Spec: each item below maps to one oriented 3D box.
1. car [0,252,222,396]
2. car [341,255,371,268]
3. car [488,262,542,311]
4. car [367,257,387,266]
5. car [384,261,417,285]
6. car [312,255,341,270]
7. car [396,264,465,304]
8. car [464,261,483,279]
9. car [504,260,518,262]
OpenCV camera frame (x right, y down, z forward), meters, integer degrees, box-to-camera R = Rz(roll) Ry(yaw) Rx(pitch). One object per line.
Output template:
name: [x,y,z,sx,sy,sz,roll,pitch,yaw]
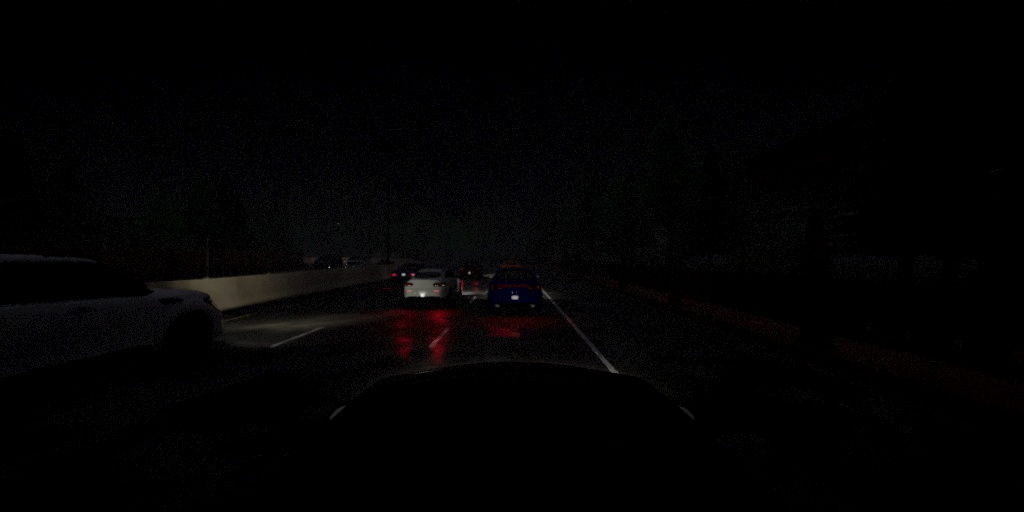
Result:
car: [-6.904,0.962,4.794,2.150,2.045,5.566,0,0,0]
car: [-19.261,0.842,45.352,2.150,2.045,5.566,0,1,-8]
car: [0.102,1.192,14.167,1.882,1.535,5.008,0,0,0]
car: [-15.210,1.179,42.624,2.033,1.411,5.357,0,0,-8]
car: [-6.910,1.230,25.275,2.033,1.411,5.357,0,0,0]
car: [-22.635,0.845,44.357,2.150,2.045,5.566,0,1,-9]
car: [-3.412,1.235,15.961,1.812,1.442,4.674,0,0,0]
car: [-3.599,1.189,31.724,1.812,1.442,4.674,0,0,-3]
car: [-0.114,1.139,32.250,1.882,1.535,5.008,0,0,-2]
